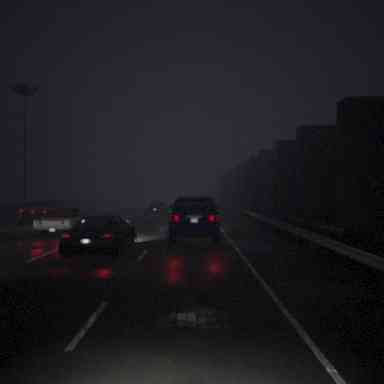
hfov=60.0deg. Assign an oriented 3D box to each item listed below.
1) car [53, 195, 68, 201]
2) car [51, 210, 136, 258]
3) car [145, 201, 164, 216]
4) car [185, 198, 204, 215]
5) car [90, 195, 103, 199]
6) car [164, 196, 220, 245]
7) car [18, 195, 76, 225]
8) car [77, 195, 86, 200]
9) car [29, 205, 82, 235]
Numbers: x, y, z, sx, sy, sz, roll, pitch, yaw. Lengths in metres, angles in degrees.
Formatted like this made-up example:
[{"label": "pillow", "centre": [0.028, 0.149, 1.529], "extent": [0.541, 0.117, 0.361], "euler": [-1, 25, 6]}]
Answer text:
[{"label": "car", "centre": [-30.983, 1.436, 78.455], "extent": [1.994, 1.385, 4.181], "euler": [0, 0, -2]}, {"label": "car", "centre": [-3.400, 1.545, 12.639], "extent": [1.994, 1.385, 4.181], "euler": [0, 0, 0]}, {"label": "car", "centre": [-3.254, 1.518, 31.537], "extent": [1.994, 1.385, 4.181], "euler": [0, 0, 1]}, {"label": "car", "centre": [0.299, 1.455, 34.080], "extent": [1.837, 1.490, 4.892], "euler": [0, 0, 1]}, {"label": "car", "centre": [-20.354, 1.436, 71.343], "extent": [2.033, 1.411, 5.357], "euler": [0, 0, 0]}, {"label": "car", "centre": [0.111, 1.198, 15.649], "extent": [2.150, 2.045, 5.566], "euler": [0, 0, 0]}, {"label": "car", "centre": [-10.366, 1.318, 23.783], "extent": [2.097, 1.767, 4.553], "euler": [0, 0, 0]}, {"label": "car", "centre": [-27.662, 1.424, 82.219], "extent": [1.994, 1.385, 4.181], "euler": [0, 0, -2]}, {"label": "car", "centre": [-6.896, 1.574, 18.634], "extent": [1.895, 1.301, 4.718], "euler": [0, 0, 0]}]
